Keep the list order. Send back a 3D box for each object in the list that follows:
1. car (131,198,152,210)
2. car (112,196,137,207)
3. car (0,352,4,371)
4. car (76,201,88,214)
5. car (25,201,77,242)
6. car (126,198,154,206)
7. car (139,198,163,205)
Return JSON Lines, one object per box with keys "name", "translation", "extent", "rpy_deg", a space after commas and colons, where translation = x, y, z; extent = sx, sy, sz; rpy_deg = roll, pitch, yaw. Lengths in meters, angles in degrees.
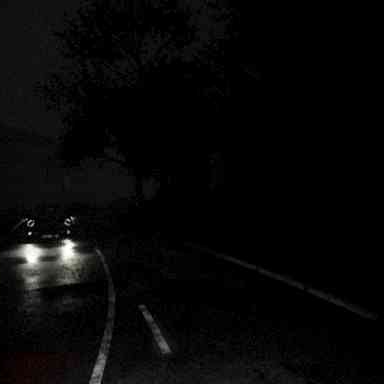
{"name": "car", "translation": [-6.669, 1.929, 48.578], "extent": [1.812, 1.442, 4.674], "rpy_deg": [0, -1, 16]}
{"name": "car", "translation": [-11.621, 1.709, 59.961], "extent": [5.566, 2.045, 2.435], "rpy_deg": [0, 0, 15]}
{"name": "car", "translation": [-2.946, 1.551, 0.960], "extent": [2.033, 1.411, 5.357], "rpy_deg": [0, 0, 4]}
{"name": "car", "translation": [-13.008, 1.790, 36.315], "extent": [1.837, 1.490, 4.892], "rpy_deg": [-1, -1, 8]}
{"name": "car", "translation": [-7.313, 1.439, 17.134], "extent": [2.097, 1.767, 4.553], "rpy_deg": [0, 0, -23]}
{"name": "car", "translation": [-10.121, 1.996, 65.410], "extent": [5.008, 1.535, 2.097], "rpy_deg": [0, 0, 15]}
{"name": "car", "translation": [-8.641, 2.068, 70.863], "extent": [4.674, 1.452, 2.002], "rpy_deg": [0, 0, 15]}
